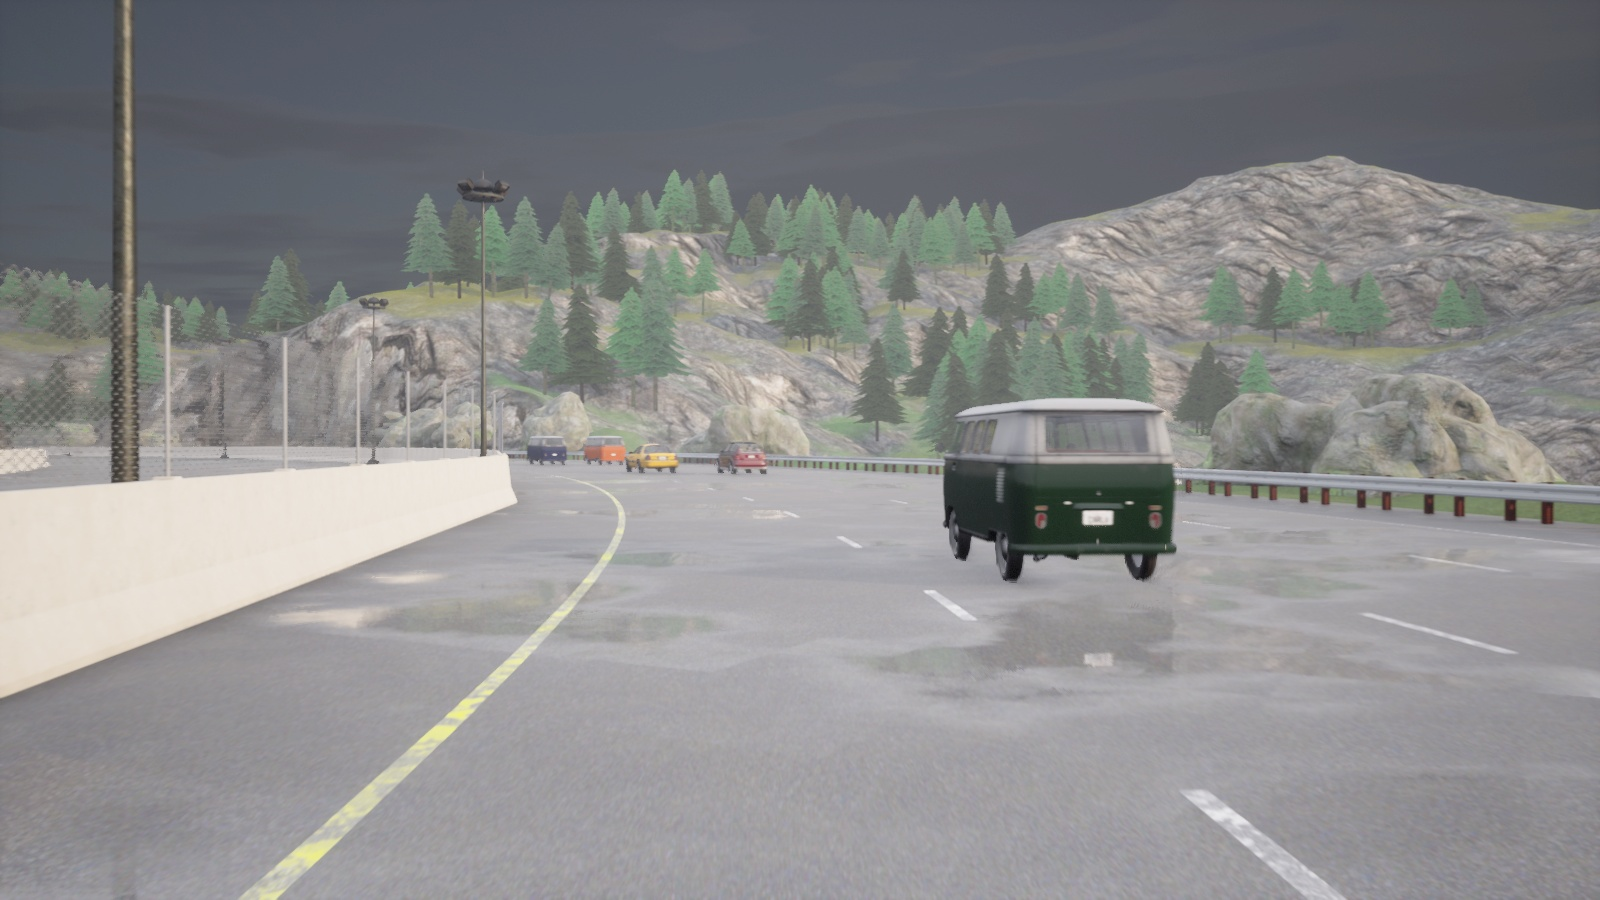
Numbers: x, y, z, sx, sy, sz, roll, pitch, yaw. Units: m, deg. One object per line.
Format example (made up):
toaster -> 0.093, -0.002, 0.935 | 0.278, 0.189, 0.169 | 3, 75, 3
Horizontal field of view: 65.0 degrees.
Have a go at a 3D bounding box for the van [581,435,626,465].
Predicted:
van -> -13.362, 0.011, 85.204 | 1.775, 1.987, 4.442 | 0, 0, -27

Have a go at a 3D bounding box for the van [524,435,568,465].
van -> -17.271, 0.008, 85.176 | 1.775, 1.987, 4.442 | 0, 0, -27

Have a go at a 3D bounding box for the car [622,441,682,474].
car -> -7.426, 0.329, 62.451 | 1.801, 1.575, 5.366 | 0, 0, -20

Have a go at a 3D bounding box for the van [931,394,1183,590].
van -> 2.853, 0.416, 14.991 | 1.775, 1.987, 4.442 | 0, 0, -5

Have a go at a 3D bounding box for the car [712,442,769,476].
car -> -2.871, 0.388, 59.974 | 1.789, 1.549, 3.705 | 0, 1, -18
